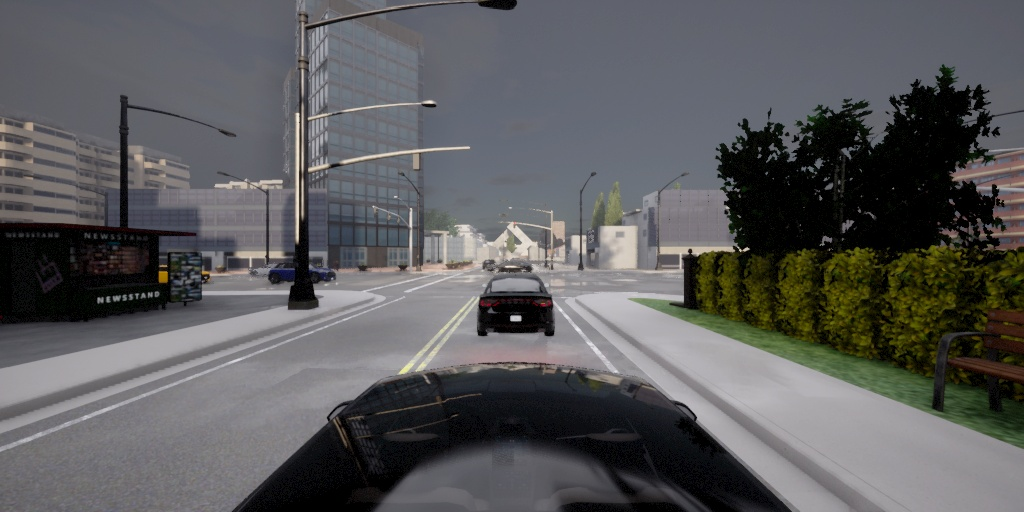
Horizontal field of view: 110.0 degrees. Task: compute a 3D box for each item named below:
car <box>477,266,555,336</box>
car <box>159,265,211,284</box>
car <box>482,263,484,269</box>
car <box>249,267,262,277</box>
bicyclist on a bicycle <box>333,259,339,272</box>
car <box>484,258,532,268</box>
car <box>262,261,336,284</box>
[{"bbox_3d":[0.109,1.228,10.391,1.882,1.535,5.008,0,0,1],"label":"car"},{"bbox_3d":[-26.398,1.454,27.957,5.008,1.535,1.882,-1,0,0],"label":"car"},{"bbox_3d":[-3.380,1.227,54.173,1.882,1.535,5.008,0,0,0],"label":"car"},{"bbox_3d":[-25.663,1.491,38.657,4.674,1.442,1.812,-1,0,0],"label":"car"},{"bbox_3d":[-21.823,1.216,44.450,0.582,1.620,1.656,-1,0,0],"label":"bicyclist on a bicycle"},{"bbox_3d":[-0.219,1.271,38.756,4.892,1.490,1.837,0,0,0],"label":"car"},{"bbox_3d":[-16.286,1.209,27.994,4.553,1.767,2.097,-1,0,0],"label":"car"}]
